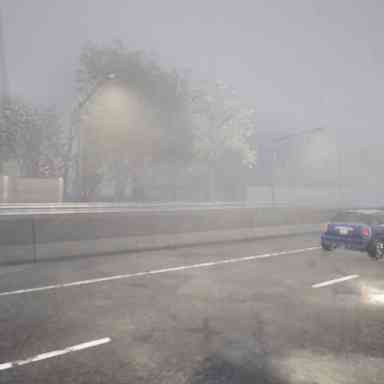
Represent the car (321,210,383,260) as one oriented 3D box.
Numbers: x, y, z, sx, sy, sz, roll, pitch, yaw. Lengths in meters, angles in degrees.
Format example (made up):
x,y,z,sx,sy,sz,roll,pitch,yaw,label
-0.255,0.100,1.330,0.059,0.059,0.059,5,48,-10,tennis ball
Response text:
x,y,z,sx,sy,sz,roll,pitch,yaw,label
7.262,1.496,13.336,4.553,1.767,2.097,1,-1,-35,car
